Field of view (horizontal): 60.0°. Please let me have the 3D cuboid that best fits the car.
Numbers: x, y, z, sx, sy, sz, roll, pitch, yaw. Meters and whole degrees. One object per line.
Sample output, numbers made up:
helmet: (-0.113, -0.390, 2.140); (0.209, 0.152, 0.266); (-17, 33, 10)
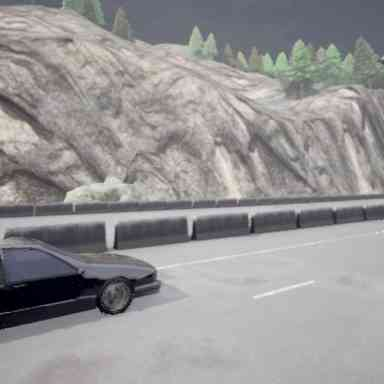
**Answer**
car: (-3.224, 1.545, 5.742); (5.357, 1.411, 2.033); (-1, 0, -36)
